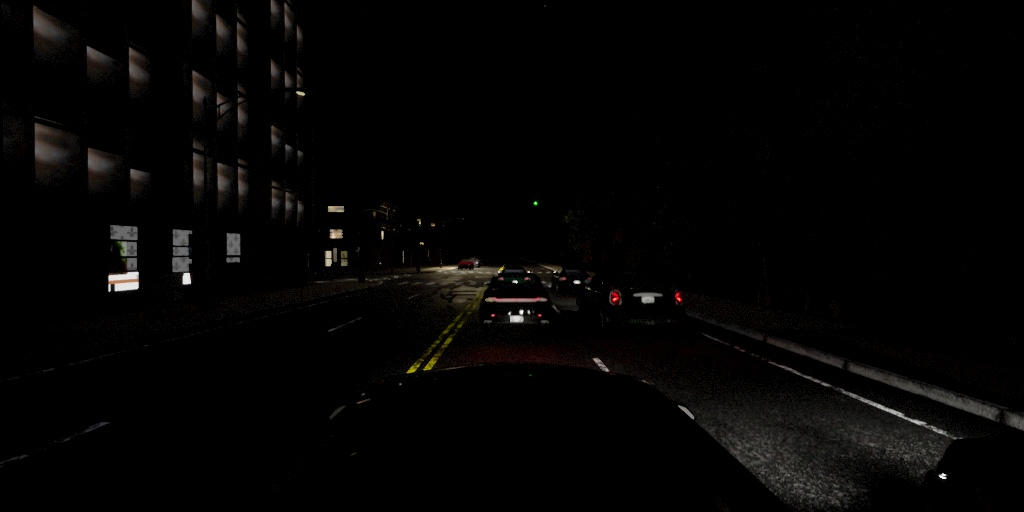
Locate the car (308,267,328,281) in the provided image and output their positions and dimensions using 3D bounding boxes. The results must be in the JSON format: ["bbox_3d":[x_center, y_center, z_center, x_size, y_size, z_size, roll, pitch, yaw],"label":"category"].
[{"bbox_3d":[-19.710,1.528,33.067,5.008,1.535,1.882,-1,1,0],"label":"car"}]

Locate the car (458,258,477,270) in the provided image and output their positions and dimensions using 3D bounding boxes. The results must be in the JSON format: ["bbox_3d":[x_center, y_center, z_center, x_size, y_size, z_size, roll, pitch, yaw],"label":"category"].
[{"bbox_3d":[-6.596,1.231,51.476,1.882,1.535,5.008,0,0,0],"label":"car"}]

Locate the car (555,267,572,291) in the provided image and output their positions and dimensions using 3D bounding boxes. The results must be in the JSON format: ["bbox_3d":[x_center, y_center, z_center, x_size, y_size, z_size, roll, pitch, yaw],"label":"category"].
[{"bbox_3d":[3.361,1.315,20.547,1.994,1.385,4.181,0,0,0],"label":"car"}]

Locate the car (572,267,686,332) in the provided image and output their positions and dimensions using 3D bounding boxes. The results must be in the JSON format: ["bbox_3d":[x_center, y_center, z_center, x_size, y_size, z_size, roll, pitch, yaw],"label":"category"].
[{"bbox_3d":[3.357,1.101,10.962,2.097,1.767,4.553,0,0,0],"label":"car"}]

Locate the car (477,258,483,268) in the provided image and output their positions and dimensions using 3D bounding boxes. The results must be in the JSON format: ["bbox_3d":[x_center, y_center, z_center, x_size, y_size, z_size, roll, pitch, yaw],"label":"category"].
[{"bbox_3d":[-6.603,1.107,61.272,2.097,1.767,4.553,0,0,0],"label":"car"}]

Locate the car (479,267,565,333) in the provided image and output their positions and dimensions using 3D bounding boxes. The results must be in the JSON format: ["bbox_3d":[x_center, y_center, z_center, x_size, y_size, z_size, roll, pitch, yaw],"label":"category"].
[{"bbox_3d":[0.107,1.243,10.739,2.128,1.511,4.902,0,0,0],"label":"car"}]
